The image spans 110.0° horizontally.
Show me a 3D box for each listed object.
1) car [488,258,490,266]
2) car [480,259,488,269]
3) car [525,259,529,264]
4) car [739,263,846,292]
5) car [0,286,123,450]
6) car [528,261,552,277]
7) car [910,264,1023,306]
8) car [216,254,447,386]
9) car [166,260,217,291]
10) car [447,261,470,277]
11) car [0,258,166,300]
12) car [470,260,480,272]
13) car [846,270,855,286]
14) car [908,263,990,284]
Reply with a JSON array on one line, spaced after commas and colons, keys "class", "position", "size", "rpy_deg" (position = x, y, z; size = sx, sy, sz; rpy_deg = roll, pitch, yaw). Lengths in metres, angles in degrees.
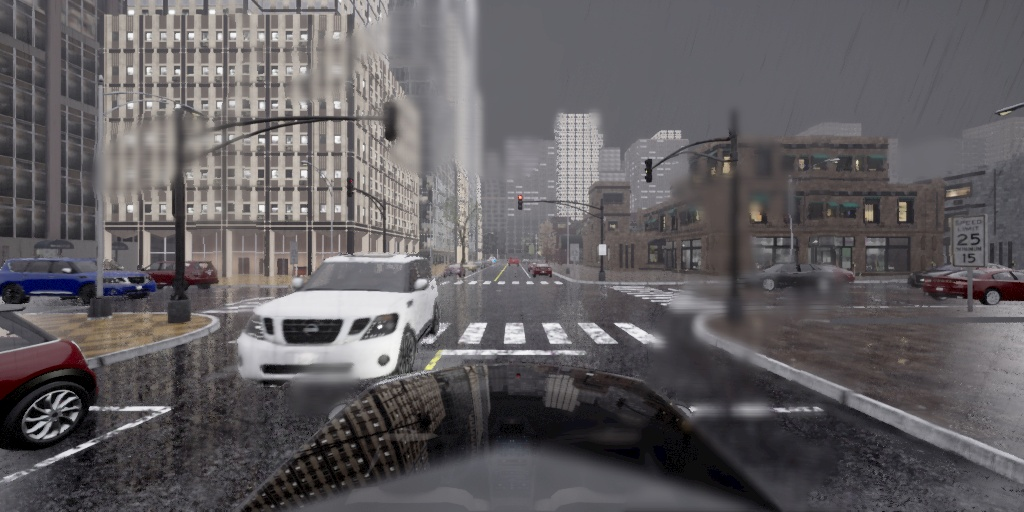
[{"class": "car", "position": [-5.388, 1.344, 62.429], "size": [1.948, 1.339, 4.313], "rpy_deg": [0, 0, 0]}, {"class": "car", "position": [-5.415, 1.324, 56.889], "size": [2.007, 1.370, 4.403], "rpy_deg": [0, 0, 0]}, {"class": "car", "position": [2.909, 1.348, 45.765], "size": [1.802, 1.307, 4.207], "rpy_deg": [0, 0, 0]}, {"class": "car", "position": [15.140, 1.147, 19.915], "size": [4.892, 1.490, 1.837], "rpy_deg": [0, 0, -1]}, {"class": "car", "position": [-5.691, 1.190, 2.259], "size": [1.967, 1.591, 4.097], "rpy_deg": [0, 0, 0]}, {"class": "car", "position": [2.854, 1.304, 34.683], "size": [1.888, 1.381, 4.507], "rpy_deg": [0, 0, 0]}, {"class": "car", "position": [19.134, 1.153, 14.162], "size": [4.507, 1.381, 1.888], "rpy_deg": [0, 0, -1]}, {"class": "car", "position": [-2.832, 0.972, 7.382], "size": [2.150, 2.045, 5.566], "rpy_deg": [1, 0, -4]}, {"class": "car", "position": [-21.022, 1.204, 22.140], "size": [5.009, 1.841, 2.192], "rpy_deg": [0, 0, -1]}, {"class": "car", "position": [-5.527, 1.341, 34.726], "size": [1.802, 1.307, 4.207], "rpy_deg": [0, 0, 0]}, {"class": "car", "position": [-19.769, 1.092, 16.364], "size": [5.566, 2.045, 2.150], "rpy_deg": [0, 0, -1]}, {"class": "car", "position": [-5.472, 1.292, 45.637], "size": [1.751, 1.417, 4.829], "rpy_deg": [0, 0, 0]}, {"class": "car", "position": [19.050, 1.202, 22.543], "size": [4.207, 1.307, 1.802], "rpy_deg": [0, 0, -1]}, {"class": "car", "position": [24.943, 1.141, 20.021], "size": [4.181, 1.385, 1.994], "rpy_deg": [0, 0, -1]}]
